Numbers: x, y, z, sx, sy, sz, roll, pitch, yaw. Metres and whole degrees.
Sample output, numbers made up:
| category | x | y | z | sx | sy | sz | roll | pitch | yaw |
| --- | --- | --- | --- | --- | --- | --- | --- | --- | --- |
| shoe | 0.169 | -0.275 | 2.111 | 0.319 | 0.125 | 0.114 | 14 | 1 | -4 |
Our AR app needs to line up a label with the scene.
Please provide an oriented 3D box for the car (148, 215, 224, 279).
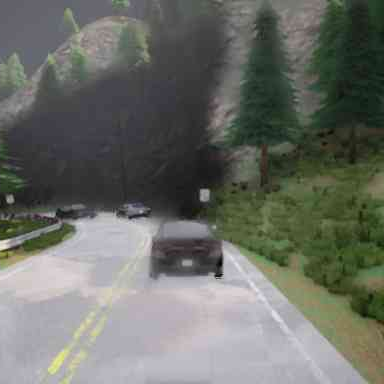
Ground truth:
| category | x | y | z | sx | sy | sz | roll | pitch | yaw |
| --- | --- | --- | --- | --- | --- | --- | --- | --- | --- |
| car | -0.216 | 1.471 | 10.121 | 1.882 | 1.535 | 5.008 | 0 | 0 | -3 |

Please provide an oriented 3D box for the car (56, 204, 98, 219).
| category | x | y | z | sx | sy | sz | roll | pitch | yaw |
| --- | --- | --- | --- | --- | --- | --- | --- | --- | --- |
| car | -10.506 | 1.777 | 29.978 | 2.033 | 1.411 | 5.357 | -4 | 1 | -43 |

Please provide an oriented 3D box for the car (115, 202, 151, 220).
| category | x | y | z | sx | sy | sz | roll | pitch | yaw |
| --- | --- | --- | --- | --- | --- | --- | --- | --- | --- |
| car | -5.125 | 1.560 | 28.414 | 1.994 | 1.385 | 4.181 | -3 | 1 | -31 |
